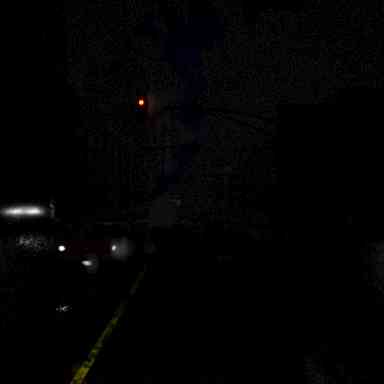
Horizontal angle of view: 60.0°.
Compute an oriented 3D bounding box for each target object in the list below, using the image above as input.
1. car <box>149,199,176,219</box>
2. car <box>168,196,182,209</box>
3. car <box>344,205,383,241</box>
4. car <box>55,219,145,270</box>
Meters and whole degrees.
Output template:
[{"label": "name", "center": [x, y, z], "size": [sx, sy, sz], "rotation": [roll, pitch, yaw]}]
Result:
[{"label": "car", "center": [-2.803, 1.676, 30.913], "size": [1.812, 1.442, 4.674], "rotation": [0, -1, 0]}, {"label": "car", "center": [-2.762, 1.592, 51.789], "size": [2.150, 2.045, 5.566], "rotation": [0, -1, 0]}, {"label": "car", "center": [10.842, 1.642, 17.862], "size": [5.009, 1.841, 2.192], "rotation": [1, -1, 0]}, {"label": "car", "center": [-2.830, 1.626, 11.226], "size": [1.895, 1.301, 4.718], "rotation": [0, 0, 0]}]
